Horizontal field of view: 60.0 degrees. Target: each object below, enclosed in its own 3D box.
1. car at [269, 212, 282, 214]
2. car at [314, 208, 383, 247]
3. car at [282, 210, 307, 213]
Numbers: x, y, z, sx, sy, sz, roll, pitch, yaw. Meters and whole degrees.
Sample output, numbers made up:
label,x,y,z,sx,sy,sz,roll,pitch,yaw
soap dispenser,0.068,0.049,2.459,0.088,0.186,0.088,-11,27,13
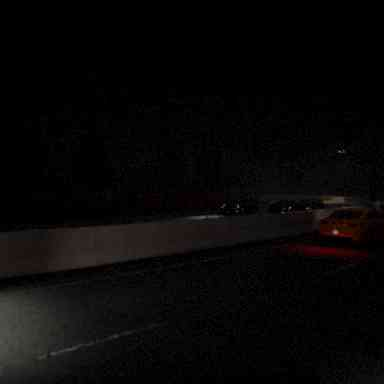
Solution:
label,x,y,z,sx,sy,sz,roll,pitch,yaw
car,9.338,1.489,33.010,1.882,1.535,5.008,0,0,37
car,7.605,1.474,15.193,5.008,1.535,1.882,0,0,-44
car,9.745,1.355,28.061,2.097,1.767,4.553,0,0,40
